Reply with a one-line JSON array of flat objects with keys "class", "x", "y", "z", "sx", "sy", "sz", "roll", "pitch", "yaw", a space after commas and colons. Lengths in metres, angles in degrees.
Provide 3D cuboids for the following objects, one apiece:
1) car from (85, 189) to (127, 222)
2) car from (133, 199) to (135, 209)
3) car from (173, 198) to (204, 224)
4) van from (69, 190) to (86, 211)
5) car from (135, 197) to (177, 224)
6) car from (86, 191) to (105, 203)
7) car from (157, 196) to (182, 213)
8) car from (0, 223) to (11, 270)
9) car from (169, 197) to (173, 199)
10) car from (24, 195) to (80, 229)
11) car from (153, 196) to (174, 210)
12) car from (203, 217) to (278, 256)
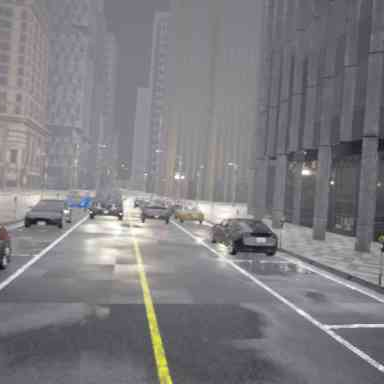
[{"class": "car", "x": -5.835, "y": 0.836, "z": 23.251, "sx": 2.150, "sy": 2.045, "sz": 5.566, "roll": 4, "pitch": 0, "yaw": -12}, {"class": "car", "x": -5.764, "y": 1.225, "z": 38.368, "sx": 1.895, "sy": 1.301, "sz": 4.718, "roll": 4, "pitch": 0, "yaw": -11}, {"class": "car", "x": -0.268, "y": 1.523, "z": 25.057, "sx": 1.752, "sy": 1.417, "sz": 4.829, "roll": 4, "pitch": 0, "yaw": -12}, {"class": "van", "x": -9.688, "y": 0.693, "z": 28.694, "sx": 1.690, "sy": 1.788, "sz": 3.998, "roll": 4, "pitch": 0, "yaw": -12}, {"class": "car", "x": -2.683, "y": 1.324, "z": 23.443, "sx": 2.128, "sy": 1.511, "sz": 4.902, "roll": 4, "pitch": 0, "yaw": -11}, {"class": "car", "x": -13.110, "y": 0.671, "z": 45.268, "sx": 2.008, "sy": 1.369, "sz": 4.403, "roll": 4, "pitch": 0, "yaw": -12}, {"class": "car", "x": -2.500, "y": 1.288, "z": 35.941, "sx": 1.967, "sy": 1.590, "sz": 4.097, "roll": 4, "pitch": 0, "yaw": -12}, {"class": "car", "x": -5.150, "y": 1.092, "z": 6.594, "sx": 1.967, "sy": 1.590, "sz": 4.097, "roll": 4, "pitch": 0, "yaw": -12}, {"class": "car", "x": -1.372, "y": 1.475, "z": 30.415, "sx": 2.008, "sy": 1.369, "sz": 4.403, "roll": 4, "pitch": 0, "yaw": -12}, {"class": "car", "x": -7.430, "y": 1.069, "z": 17.644, "sx": 1.947, "sy": 1.339, "sz": 4.313, "roll": 4, "pitch": 0, "yaw": -12}, {"class": "car", "x": -3.644, "y": 1.321, "z": 41.465, "sx": 2.008, "sy": 1.369, "sz": 4.403, "roll": 4, "pitch": 0, "yaw": -12}, {"class": "car", "x": 2.036, "y": 1.716, "z": 13.841, "sx": 1.947, "sy": 1.339, "sz": 4.313, "roll": 4, "pitch": 0, "yaw": -12}]
